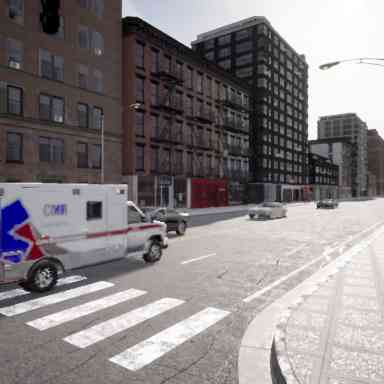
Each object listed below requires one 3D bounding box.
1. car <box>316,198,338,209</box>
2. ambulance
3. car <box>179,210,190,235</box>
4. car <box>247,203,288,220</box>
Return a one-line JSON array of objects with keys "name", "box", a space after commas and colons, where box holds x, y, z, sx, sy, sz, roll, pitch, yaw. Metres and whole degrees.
[{"name": "car", "box": [18.018, 1.544, 44.174, 1.994, 1.385, 4.181, 0, 0, 36]}, {"name": "ambulance", "box": [-3.312, 1.022, 9.057, 2.351, 2.431, 6.366, 0, 0, 36]}, {"name": "car", "box": [-2.044, 1.475, 16.541, 2.128, 1.511, 4.902, 0, 0, 36]}, {"name": "car", "box": [6.485, 1.577, 28.357, 1.895, 1.301, 4.718, 0, 0, 36]}]
